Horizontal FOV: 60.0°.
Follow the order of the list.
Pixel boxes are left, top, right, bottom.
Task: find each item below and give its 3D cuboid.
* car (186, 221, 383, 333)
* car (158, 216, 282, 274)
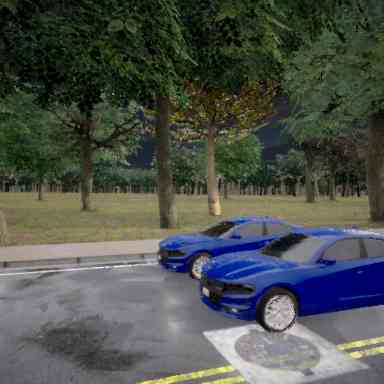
[{"bbox_3d":[2.605,1.478,6.664,5.008,1.535,1.882,0,0,-19],"label":"car"},{"bbox_3d":[1.497,1.477,9.719,5.008,1.535,1.882,0,0,-19],"label":"car"}]
